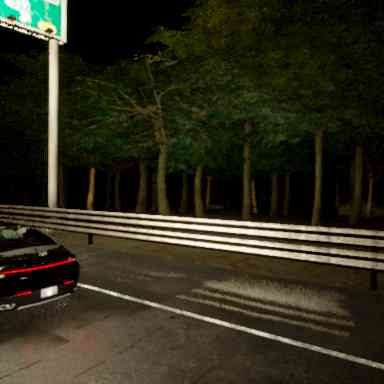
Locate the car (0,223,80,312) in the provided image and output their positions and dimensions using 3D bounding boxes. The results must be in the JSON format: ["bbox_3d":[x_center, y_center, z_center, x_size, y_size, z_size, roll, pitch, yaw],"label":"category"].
[{"bbox_3d":[-4.420,1.417,7.048,4.892,1.490,1.837,1,0,35],"label":"car"}]
